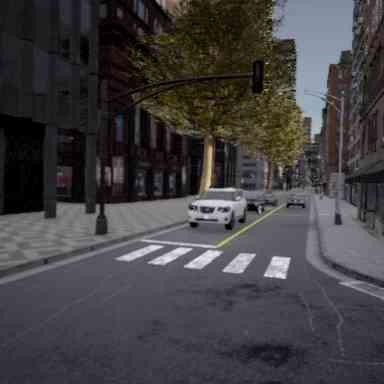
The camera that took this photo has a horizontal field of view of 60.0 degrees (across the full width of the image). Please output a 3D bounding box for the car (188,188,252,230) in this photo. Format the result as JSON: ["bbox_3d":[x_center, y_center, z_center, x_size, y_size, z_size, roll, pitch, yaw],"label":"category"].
[{"bbox_3d":[1.618,0.791,18.402,2.150,2.045,5.566,2,2,20],"label":"car"}]

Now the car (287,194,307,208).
[{"bbox_3d":[11.153,0.929,35.389,2.033,1.411,5.357,2,2,20],"label":"car"}]

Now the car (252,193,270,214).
[{"bbox_3d":[4.969,1.022,27.695,1.895,1.301,4.718,2,2,20],"label":"car"}]

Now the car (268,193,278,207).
[{"bbox_3d":[8.470,0.836,37.143,1.994,1.385,4.181,2,2,21],"label":"car"}]
